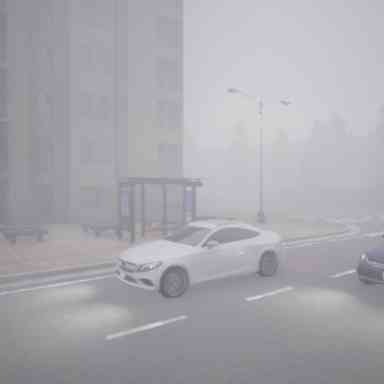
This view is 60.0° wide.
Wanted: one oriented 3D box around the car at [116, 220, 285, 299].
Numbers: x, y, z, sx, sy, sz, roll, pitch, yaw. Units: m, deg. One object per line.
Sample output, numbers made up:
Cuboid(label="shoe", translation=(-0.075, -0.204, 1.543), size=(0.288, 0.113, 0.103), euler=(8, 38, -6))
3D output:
Cuboid(label="car", translation=(0.408, 1.492, 8.519), size=(4.674, 1.442, 1.812), euler=(0, 0, -35))

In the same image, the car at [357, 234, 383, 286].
Cuboid(label="car", translation=(5.938, 1.465, 8.117), size=(4.674, 1.442, 1.812), euler=(0, 0, -35))
